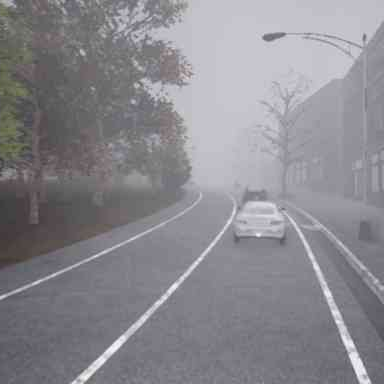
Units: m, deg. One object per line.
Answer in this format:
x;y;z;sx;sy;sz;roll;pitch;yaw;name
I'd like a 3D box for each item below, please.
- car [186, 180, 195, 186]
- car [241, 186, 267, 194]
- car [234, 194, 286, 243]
-0.632;-2.001;69.341;1.895;1.301;4.718;1;3;-12;car
5.319;0.177;28.556;1.882;1.535;5.008;1;3;6;car
2.765;1.061;13.456;1.812;1.442;4.674;0;3;13;car
